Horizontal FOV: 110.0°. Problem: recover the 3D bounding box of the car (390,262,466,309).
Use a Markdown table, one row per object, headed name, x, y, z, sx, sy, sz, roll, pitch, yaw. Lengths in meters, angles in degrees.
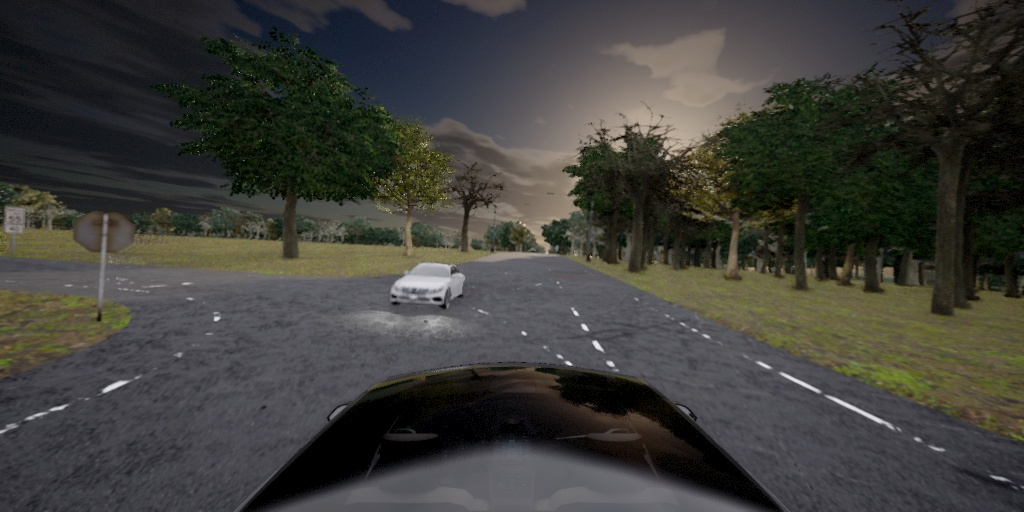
| name | x | y | z | sx | sy | sz | roll | pitch | yaw |
| --- | --- | --- | --- | --- | --- | --- | --- | --- | --- |
| car | -2.879 | 0.964 | 13.324 | 1.812 | 1.442 | 4.674 | 4 | 1 | 3 |
